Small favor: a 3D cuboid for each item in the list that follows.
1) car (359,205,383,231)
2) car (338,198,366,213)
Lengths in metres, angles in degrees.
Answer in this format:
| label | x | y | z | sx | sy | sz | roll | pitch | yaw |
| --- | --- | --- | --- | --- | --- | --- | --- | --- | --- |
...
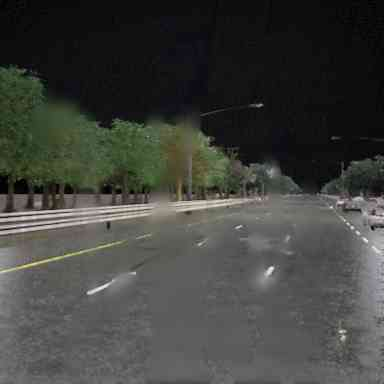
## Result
| label | x | y | z | sx | sy | sz | roll | pitch | yaw |
| --- | --- | --- | --- | --- | --- | --- | --- | --- | --- |
| car | 12.157 | 1.706 | 21.189 | 1.895 | 1.301 | 4.718 | 0 | 0 | 20 |
| car | 19.059 | 1.730 | 39.790 | 2.033 | 1.411 | 5.357 | 0 | 0 | 20 |
